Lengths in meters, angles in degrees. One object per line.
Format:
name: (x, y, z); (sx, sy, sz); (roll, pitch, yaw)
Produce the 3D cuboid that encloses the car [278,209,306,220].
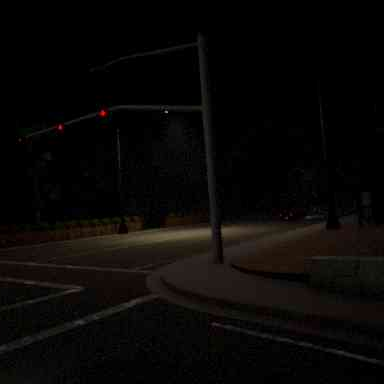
car: (12.096, 2.668, 39.807); (1.895, 1.301, 4.718); (-6, -4, 36)
